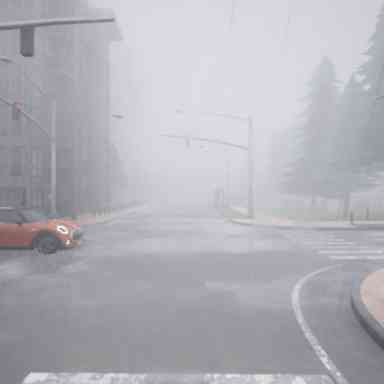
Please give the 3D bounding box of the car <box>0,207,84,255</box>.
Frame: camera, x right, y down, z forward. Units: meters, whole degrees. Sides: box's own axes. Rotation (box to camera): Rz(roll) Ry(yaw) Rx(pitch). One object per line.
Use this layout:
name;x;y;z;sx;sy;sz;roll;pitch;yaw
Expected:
car;-6.555;1.361;12.714;4.553;1.767;2.097;0;0;-1
